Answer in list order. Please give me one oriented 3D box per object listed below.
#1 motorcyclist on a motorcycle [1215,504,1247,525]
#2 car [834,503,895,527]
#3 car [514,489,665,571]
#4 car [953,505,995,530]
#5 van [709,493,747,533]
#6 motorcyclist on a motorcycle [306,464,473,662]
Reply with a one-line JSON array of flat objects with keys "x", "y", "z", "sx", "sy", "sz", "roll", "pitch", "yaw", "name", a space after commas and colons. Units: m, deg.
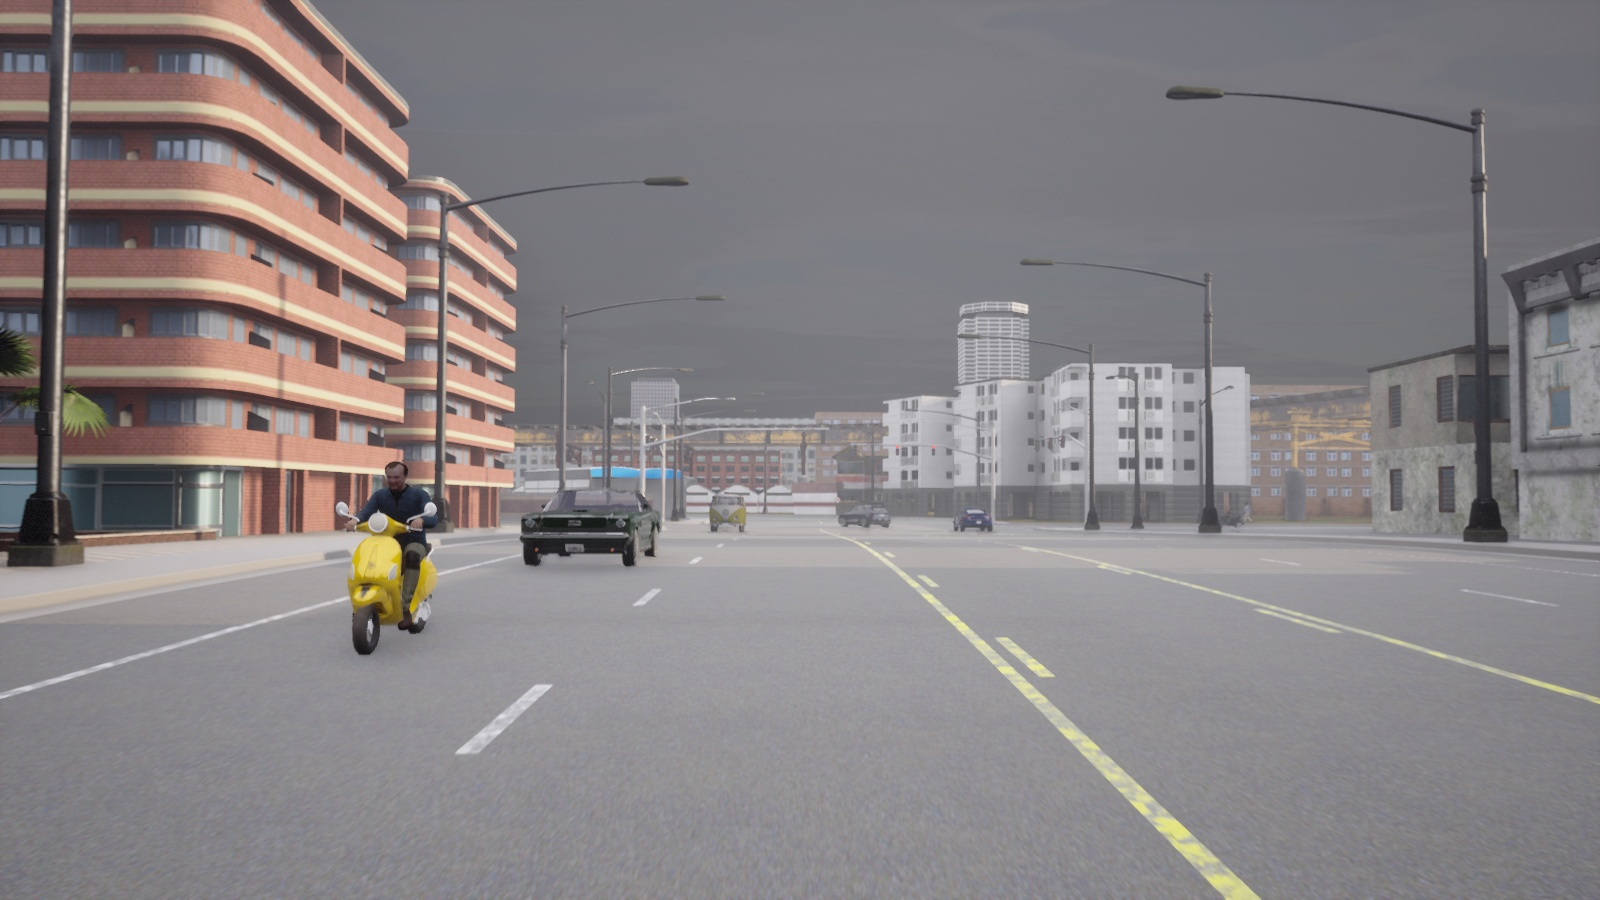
[{"x": 31.546, "y": 4.707, "z": 91.882, "sx": 2.044, "sy": 1.523, "sz": 0.797, "roll": 0, "pitch": -2, "yaw": -2, "name": "motorcyclist on a motorcycle"}, {"x": 4.548, "y": 4.600, "z": 88.760, "sx": 2.033, "sy": 1.649, "sz": 4.856, "roll": 2, "pitch": -3, "yaw": -29, "name": "car"}, {"x": -3.584, "y": 1.341, "z": 22.222, "sx": 1.895, "sy": 1.301, "sz": 4.718, "roll": 0, "pitch": -2, "yaw": 0, "name": "car"}, {"x": 10.241, "y": 3.997, "z": 74.232, "sx": 1.812, "sy": 1.442, "sz": 4.674, "roll": 0, "pitch": -3, "yaw": -1, "name": "car"}, {"x": -3.735, "y": 3.313, "z": 65.662, "sx": 1.775, "sy": 1.987, "sz": 4.442, "roll": 0, "pitch": -3, "yaw": 0, "name": "van"}, {"x": -3.529, "y": 0.918, "z": 10.979, "sx": 0.866, "sy": 1.590, "sz": 1.817, "roll": 0, "pitch": -1, "yaw": 0, "name": "motorcyclist on a motorcycle"}]
